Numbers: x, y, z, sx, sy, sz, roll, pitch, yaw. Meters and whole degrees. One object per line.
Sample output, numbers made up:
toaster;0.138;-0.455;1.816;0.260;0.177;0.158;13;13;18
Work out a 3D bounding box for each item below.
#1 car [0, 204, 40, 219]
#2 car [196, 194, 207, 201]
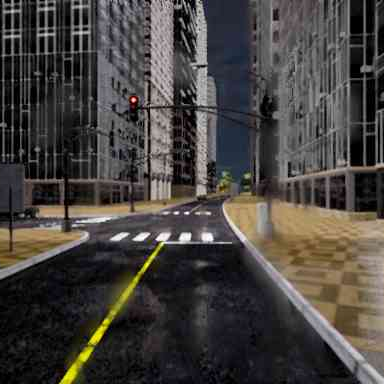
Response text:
car;-16.339;1.745;30.831;4.403;1.369;2.008;-1;1;10
car;2.152;1.219;70.343;2.033;1.411;5.357;0;0;8
